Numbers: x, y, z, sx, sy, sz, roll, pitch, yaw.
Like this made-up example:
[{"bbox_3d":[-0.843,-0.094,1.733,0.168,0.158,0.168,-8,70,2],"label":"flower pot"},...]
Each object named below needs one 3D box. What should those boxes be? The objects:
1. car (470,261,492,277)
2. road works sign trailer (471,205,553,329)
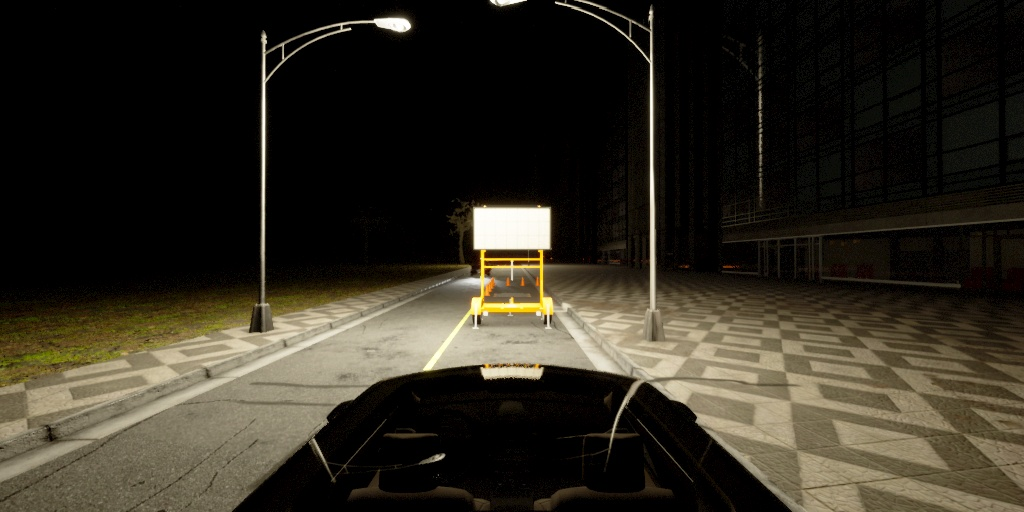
[{"bbox_3d":[-2.991,1.252,35.211,2.128,1.511,4.902,0,0,0],"label":"car"},{"bbox_3d":[0.002,0.216,11.220,2.380,3.560,2.880,0,0,0],"label":"road works sign trailer"}]
